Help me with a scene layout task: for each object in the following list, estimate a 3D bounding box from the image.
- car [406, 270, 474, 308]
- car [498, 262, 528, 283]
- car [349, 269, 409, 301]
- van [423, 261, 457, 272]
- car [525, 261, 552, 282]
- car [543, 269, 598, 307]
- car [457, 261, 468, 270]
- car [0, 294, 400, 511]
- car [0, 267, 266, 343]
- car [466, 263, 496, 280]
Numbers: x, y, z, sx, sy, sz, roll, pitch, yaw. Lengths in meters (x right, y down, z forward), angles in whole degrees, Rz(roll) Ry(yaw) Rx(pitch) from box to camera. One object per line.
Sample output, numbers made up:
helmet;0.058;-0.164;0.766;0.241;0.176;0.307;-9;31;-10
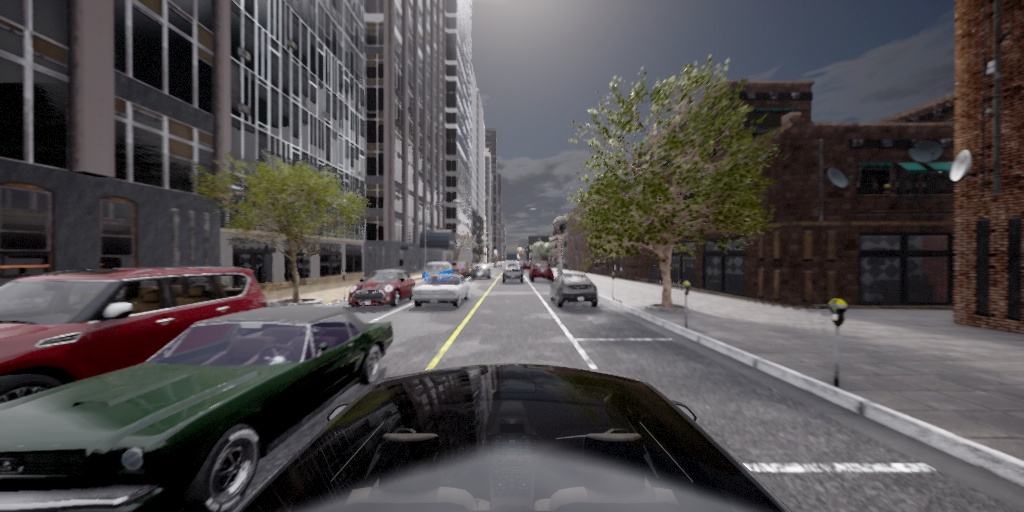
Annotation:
car;-3.080;1.509;16.403;1.895;1.301;4.718;0;-1;0
car;0.087;1.573;32.497;2.128;1.511;4.902;0;-1;0
car;-5.706;1.346;16.214;1.967;1.591;4.097;0;0;0
van;-5.697;1.373;28.011;1.690;1.789;3.998;0;0;0
car;2.682;1.406;33.538;2.192;1.841;5.009;0;0;0
car;2.699;1.456;16.199;2.007;1.370;4.403;0;0;0
car;-5.700;1.466;39.079;2.192;1.841;5.009;0;0;0
car;-3.097;1.380;4.387;1.895;1.301;4.718;0;-1;0
car;-5.793;1.102;5.145;2.192;1.841;5.009;0;0;0
car;-3.106;1.619;36.923;2.128;1.511;4.902;0;-1;0
